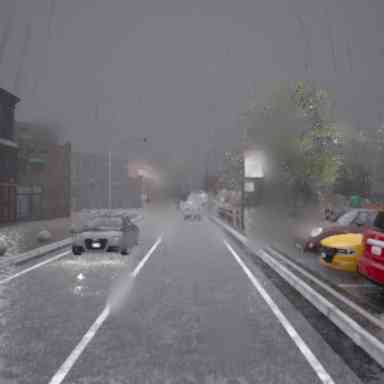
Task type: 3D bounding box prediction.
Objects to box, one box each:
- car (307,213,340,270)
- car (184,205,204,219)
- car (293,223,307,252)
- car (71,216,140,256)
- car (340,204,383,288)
[{"bbox_3d":[6.214,1.508,9.417,5.008,1.535,2.097,0,0,-1],"label":"car"},{"bbox_3d":[0.174,2.411,38.054,1.895,1.301,4.718,0,-2,2],"label":"car"},{"bbox_3d":[6.211,1.406,12.454,4.553,1.767,2.185,0,0,-1],"label":"car"},{"bbox_3d":[-3.350,1.692,13.590,1.994,1.385,4.181,0,-1,0],"label":"car"},{"bbox_3d":[6.266,1.234,6.502,5.566,2.045,2.435,0,0,0],"label":"car"}]
